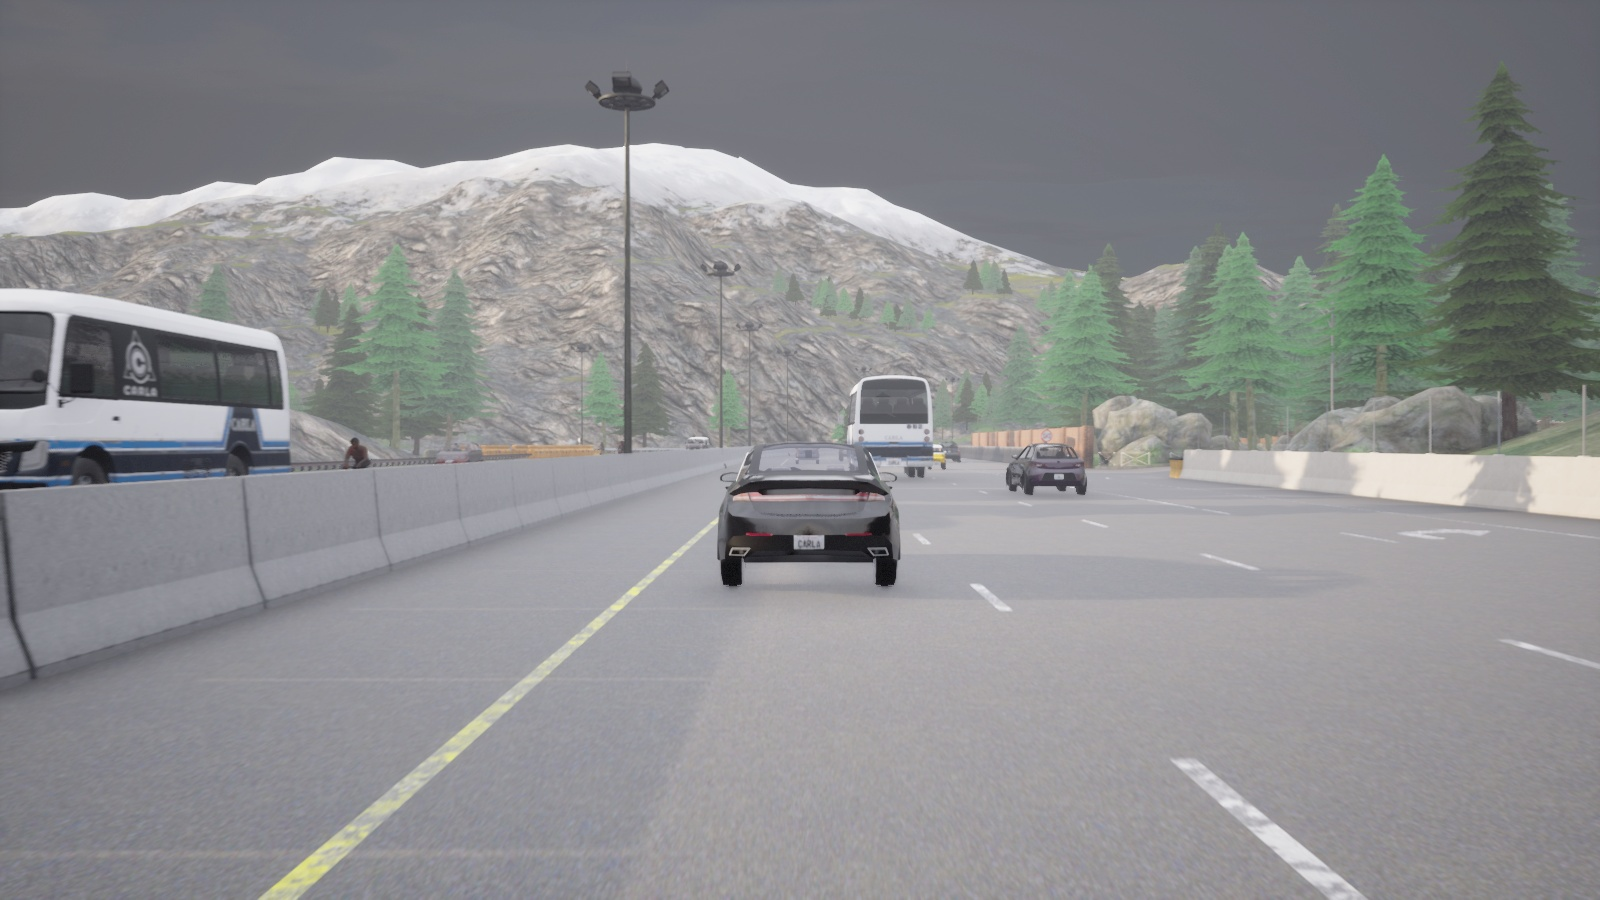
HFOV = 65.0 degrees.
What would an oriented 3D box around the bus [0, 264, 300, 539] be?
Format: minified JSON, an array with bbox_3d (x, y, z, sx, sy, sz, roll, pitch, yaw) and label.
[{"bbox_3d":[-13.842,-0.783,24.630,3.944,4.253,10.273,0,0,0],"label":"bus"}]

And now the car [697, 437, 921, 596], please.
[{"bbox_3d":[0.098,0.620,14.414,2.128,1.511,4.902,0,0,0],"label":"car"}]

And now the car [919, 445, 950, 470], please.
[{"bbox_3d":[7.414,0.407,69.406,1.481,1.376,2.207,0,1,0],"label":"car"}]

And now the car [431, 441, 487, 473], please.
[{"bbox_3d":[-17.123,0.348,63.120,1.789,1.549,3.705,0,0,0],"label":"car"}]

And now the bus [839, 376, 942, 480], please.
[{"bbox_3d":[3.840,-0.952,56.409,3.944,4.253,10.273,0,1,0],"label":"bus"}]

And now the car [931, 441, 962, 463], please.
[{"bbox_3d":[11.062,0.106,95.093,1.851,1.617,3.988,0,0,0],"label":"car"}]

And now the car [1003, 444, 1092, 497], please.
[{"bbox_3d":[7.228,0.552,37.053,1.816,1.474,4.193,0,0,0],"label":"car"}]
